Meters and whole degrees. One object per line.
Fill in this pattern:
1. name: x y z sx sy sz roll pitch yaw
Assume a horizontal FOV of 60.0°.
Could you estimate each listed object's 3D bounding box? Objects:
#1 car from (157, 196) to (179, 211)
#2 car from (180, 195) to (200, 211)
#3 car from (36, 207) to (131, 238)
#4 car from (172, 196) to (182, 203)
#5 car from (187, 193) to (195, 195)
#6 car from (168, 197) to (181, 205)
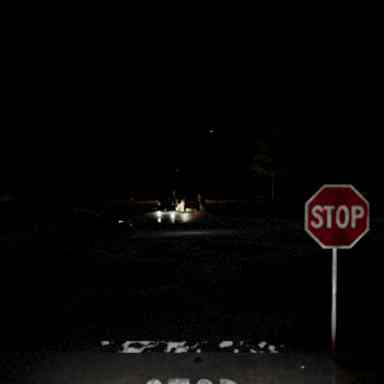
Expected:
1. car: -2.994 1.340 40.190 2.097 1.767 4.553 0 0 -1
2. car: -0.071 1.480 41.618 2.128 1.511 4.902 0 0 -1
3. car: -5.746 1.563 17.867 4.902 1.511 2.128 -1 0 0
4. car: -3.133 1.532 70.019 2.033 1.411 5.357 0 0 0
5. car: -0.272 1.240 68.550 2.150 2.045 5.566 0 0 0
6. car: -3.090 1.568 59.611 1.994 1.385 4.181 0 0 0
